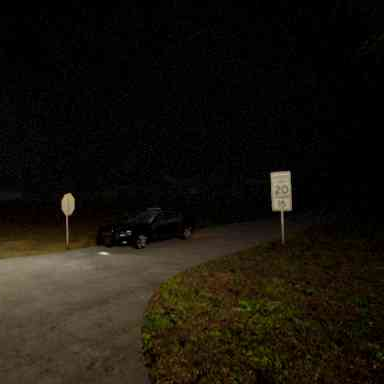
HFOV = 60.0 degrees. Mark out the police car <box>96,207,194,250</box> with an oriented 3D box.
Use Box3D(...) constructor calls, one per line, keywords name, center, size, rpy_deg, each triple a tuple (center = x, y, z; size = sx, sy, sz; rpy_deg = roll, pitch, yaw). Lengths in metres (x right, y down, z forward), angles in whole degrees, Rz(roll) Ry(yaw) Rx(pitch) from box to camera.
Box3D(name="police car", center=(-1.932, 1.513, 14.942), size=(1.930, 1.638, 5.238), rpy_deg=(-3, -2, 35))
